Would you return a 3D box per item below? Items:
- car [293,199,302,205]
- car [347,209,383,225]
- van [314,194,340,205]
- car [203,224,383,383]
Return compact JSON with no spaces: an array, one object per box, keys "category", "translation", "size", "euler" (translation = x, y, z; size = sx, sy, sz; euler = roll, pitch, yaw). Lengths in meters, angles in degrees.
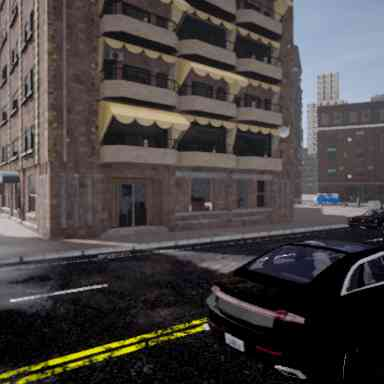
[{"category":"car","translation":[14.566,1.347,50.770],"size":[4.206,1.307,1.802],"euler":[1,-1,21]},{"category":"car","translation":[11.457,1.720,20.279],"size":[4.718,1.301,1.895],"euler":[0,0,-37]},{"category":"van","translation":[22.974,1.182,56.473],"size":[3.998,1.788,1.690],"euler":[1,-1,21]},{"category":"car","translation":[2.448,1.519,5.238],"size":[4.902,1.511,2.128],"euler":[0,0,-36]}]
